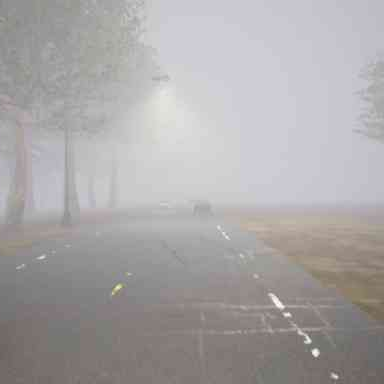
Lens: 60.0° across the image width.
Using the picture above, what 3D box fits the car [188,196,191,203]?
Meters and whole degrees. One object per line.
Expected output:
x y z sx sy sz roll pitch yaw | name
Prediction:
0.036 1.665 70.385 2.033 1.411 5.357 0 0 0 | car

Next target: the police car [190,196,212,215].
1.068 1.557 35.637 1.930 1.638 5.238 0 0 0 | police car

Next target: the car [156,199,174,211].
-3.561 1.695 43.879 1.812 1.442 4.674 0 0 0 | car

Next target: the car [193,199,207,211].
1.073 1.683 45.529 1.837 1.490 4.892 0 0 0 | car

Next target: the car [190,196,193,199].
1.076 1.713 51.531 1.837 1.490 4.892 0 0 0 | car

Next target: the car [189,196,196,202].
0.046 1.822 90.927 1.882 1.535 5.008 0 -1 0 | car
